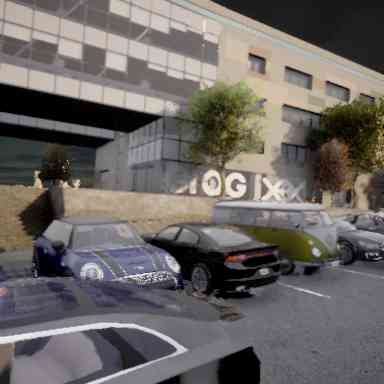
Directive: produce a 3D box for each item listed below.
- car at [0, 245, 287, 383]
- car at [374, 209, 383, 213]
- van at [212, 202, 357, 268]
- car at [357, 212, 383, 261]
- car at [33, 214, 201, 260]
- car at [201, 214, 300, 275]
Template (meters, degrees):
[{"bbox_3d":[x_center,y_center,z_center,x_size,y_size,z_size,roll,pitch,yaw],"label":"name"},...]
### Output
[{"bbox_3d":[-1.664,1.490,2.190,4.902,1.511,2.128,1,0,-36],"label":"car"},{"bbox_3d":[7.014,1.599,13.966,2.231,1.521,4.892,1,0,-36],"label":"car"},{"bbox_3d":[2.532,1.324,10.631,1.878,1.987,4.442,1,0,-36],"label":"van"},{"bbox_3d":[4.733,1.575,12.353,2.231,1.521,4.892,1,0,-36],"label":"car"},{"bbox_3d":[-2.103,1.376,7.504,2.185,1.767,4.553,1,0,-35],"label":"car"},{"bbox_3d":[0.090,1.525,9.026,2.097,1.535,5.008,1,0,-36],"label":"car"}]
